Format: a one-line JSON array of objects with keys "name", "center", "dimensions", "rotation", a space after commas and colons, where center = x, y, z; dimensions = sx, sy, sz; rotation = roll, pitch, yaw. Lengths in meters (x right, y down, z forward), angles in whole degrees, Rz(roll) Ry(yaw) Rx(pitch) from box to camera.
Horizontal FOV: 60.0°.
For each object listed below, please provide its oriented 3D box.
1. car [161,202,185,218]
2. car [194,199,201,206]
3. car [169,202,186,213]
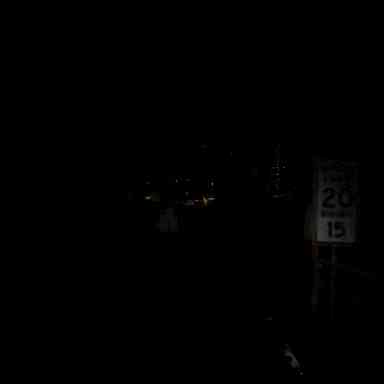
[{"name": "car", "center": [-2.141, 1.871, 35.380], "dimensions": [2.128, 1.511, 4.902], "rotation": [2, -1, 1]}, {"name": "car", "center": [1.608, 2.899, 89.715], "dimensions": [2.128, 1.511, 4.902], "rotation": [2, -1, 1]}, {"name": "car", "center": [-1.928, 2.188, 47.182], "dimensions": [2.033, 1.411, 5.357], "rotation": [2, -1, 1]}]
